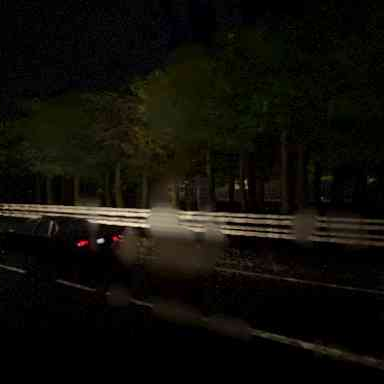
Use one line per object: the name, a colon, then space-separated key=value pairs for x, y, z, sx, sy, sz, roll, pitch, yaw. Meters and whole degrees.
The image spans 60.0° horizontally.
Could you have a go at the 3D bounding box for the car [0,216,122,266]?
car: x=-4.847 y=1.554 z=11.648 sx=5.357 sy=1.411 sz=2.033 roll=0 pitch=0 yaw=35
